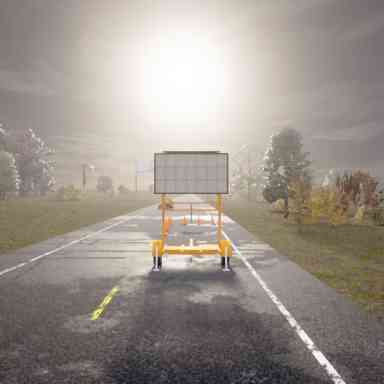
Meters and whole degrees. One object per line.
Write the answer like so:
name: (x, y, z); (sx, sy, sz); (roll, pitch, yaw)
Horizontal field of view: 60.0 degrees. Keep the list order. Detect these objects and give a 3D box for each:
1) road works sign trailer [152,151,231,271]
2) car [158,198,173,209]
road works sign trailer: (-0.019, 0.465, 10.890); (2.380, 3.560, 2.880); (0, 0, 0)
car: (-3.580, 1.571, 45.824); (2.033, 1.411, 5.357); (0, 0, 0)
